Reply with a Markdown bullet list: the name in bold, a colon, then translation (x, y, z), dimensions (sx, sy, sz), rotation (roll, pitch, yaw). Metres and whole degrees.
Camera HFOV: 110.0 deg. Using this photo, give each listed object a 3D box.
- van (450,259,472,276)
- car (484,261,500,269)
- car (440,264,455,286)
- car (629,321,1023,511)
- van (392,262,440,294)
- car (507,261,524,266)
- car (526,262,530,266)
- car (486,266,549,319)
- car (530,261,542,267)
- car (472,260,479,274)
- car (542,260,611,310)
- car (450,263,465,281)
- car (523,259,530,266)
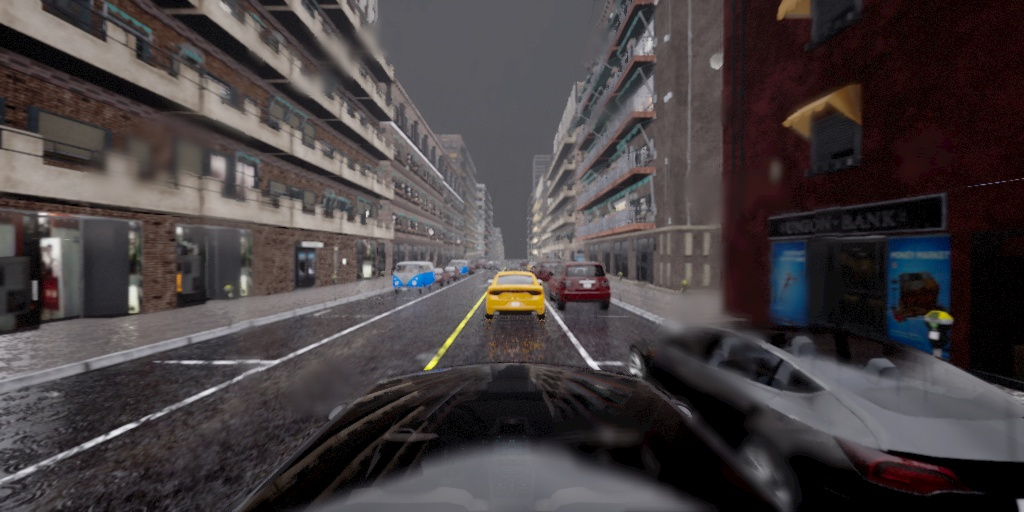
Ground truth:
- **van**: translation (-5.615, 1.330, 37.871), dimensions (1.690, 1.789, 3.998), rotation (0, 0, 0)
- **car**: translation (-2.956, 1.737, 58.429), dimensions (1.895, 1.301, 4.718), rotation (0, 0, 1)
- **car**: translation (-5.620, 1.493, 26.543), dimensions (1.802, 1.307, 4.207), rotation (0, 0, 0)
- **car**: translation (2.688, 1.333, 3.843), dimensions (1.948, 1.339, 4.313), rotation (0, 0, 0)
- **van**: translation (-5.630, 1.213, 20.879), dimensions (1.690, 1.789, 3.998), rotation (0, 0, 0)
- **car**: translation (0.168, 1.633, 43.049), dimensions (1.895, 1.301, 4.718), rotation (0, 0, 0)
- **car**: translation (2.748, 1.580, 37.825), dimensions (1.802, 1.307, 4.207), rotation (0, 0, 0)
- **car**: translation (0.112, 1.305, 13.301), dimensions (1.882, 1.535, 5.008), rotation (0, 0, 0)
- **car**: translation (2.728, 1.235, 26.498), dimensions (2.192, 1.841, 5.009), rotation (0, 0, 0)
- **car**: translation (-5.633, 1.343, 43.534), dimensions (2.192, 1.841, 5.009), rotation (0, 0, 0)
- **car**: translation (2.707, 1.158, 15.169), dimensions (2.192, 1.841, 5.009), rotation (0, 0, 0)
- **car**: translation (-5.613, 1.532, 32.206), dimensions (1.802, 1.307, 4.207), rotation (0, 0, 0)
- **car**: translation (3.087, 1.564, 53.456), dimensions (1.801, 1.575, 5.366), rotation (0, 0, 0)
